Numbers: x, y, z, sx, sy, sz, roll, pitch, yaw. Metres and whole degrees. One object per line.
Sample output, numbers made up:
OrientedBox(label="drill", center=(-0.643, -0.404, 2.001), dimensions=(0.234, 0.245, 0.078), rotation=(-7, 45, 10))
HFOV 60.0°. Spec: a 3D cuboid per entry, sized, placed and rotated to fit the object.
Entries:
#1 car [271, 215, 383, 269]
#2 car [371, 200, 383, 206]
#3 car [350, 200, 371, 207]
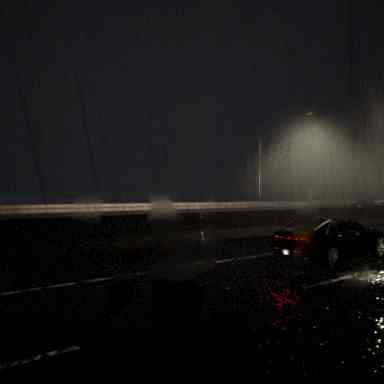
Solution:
OrientedBox(label="car", center=(4.846, 1.572, 11.494), dimensions=(4.892, 1.490, 1.837), rotation=(0, 0, -35))
OrientedBox(label="car", center=(25.692, 1.817, 43.012), dimensions=(4.892, 1.490, 1.837), rotation=(0, 0, -34))
OrientedBox(label="car", center=(23.776, 1.819, 45.938), dimensions=(4.892, 1.490, 1.837), rotation=(0, 0, -34))
